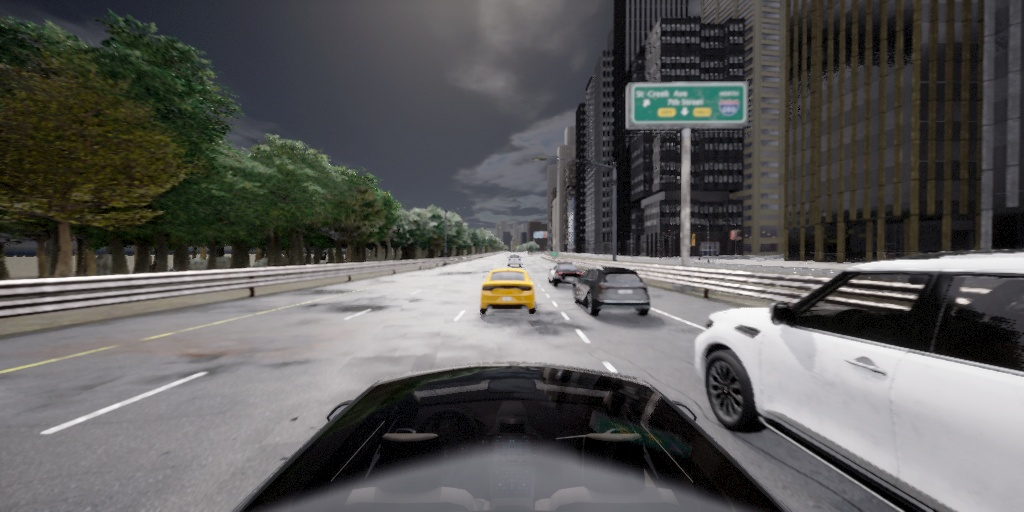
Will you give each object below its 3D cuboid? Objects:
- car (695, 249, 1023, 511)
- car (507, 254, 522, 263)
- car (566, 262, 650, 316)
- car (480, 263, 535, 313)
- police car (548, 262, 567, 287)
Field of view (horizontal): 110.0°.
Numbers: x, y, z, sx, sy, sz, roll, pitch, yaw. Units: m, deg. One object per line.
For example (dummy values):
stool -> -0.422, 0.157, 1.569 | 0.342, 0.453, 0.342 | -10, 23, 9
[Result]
car -> 3.499, 0.971, 2.398 | 2.150, 2.045, 5.566 | 0, 0, 0
car -> 0.433, 0.726, 58.113 | 2.150, 2.045, 5.566 | 0, 0, 1
car -> 3.515, 1.169, 13.340 | 2.033, 1.649, 4.856 | 0, 0, 0
car -> -0.123, 1.214, 13.975 | 1.882, 1.535, 5.008 | 0, 0, 1
police car -> 3.555, 1.219, 24.311 | 2.038, 1.542, 4.974 | 0, 0, 0
